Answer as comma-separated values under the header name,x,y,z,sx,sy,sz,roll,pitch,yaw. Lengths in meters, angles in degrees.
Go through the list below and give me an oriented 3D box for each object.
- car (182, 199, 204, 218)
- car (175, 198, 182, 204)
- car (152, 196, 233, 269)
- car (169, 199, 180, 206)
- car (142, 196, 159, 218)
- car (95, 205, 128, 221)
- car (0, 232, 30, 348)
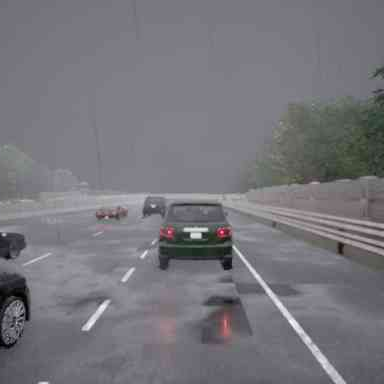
name,x,y,z,sx,sy,sz,roll,pitch,yaw
car,0.107,1.592,33.914,2.097,1.767,4.553,0,-1,0
car,-3.481,2.345,86.606,1.837,1.490,4.892,0,-1,0
car,0.103,1.255,11.461,2.150,2.045,5.566,0,0,0
car,-3.485,2.170,67.811,1.994,1.385,4.181,0,-1,0
car,-3.493,1.448,32.674,2.150,2.045,5.566,0,-1,0
car,-6.893,1.790,29.124,1.895,1.301,4.718,0,-1,0
car,-3.499,1.495,3.399,2.128,1.511,4.902,0,0,0
